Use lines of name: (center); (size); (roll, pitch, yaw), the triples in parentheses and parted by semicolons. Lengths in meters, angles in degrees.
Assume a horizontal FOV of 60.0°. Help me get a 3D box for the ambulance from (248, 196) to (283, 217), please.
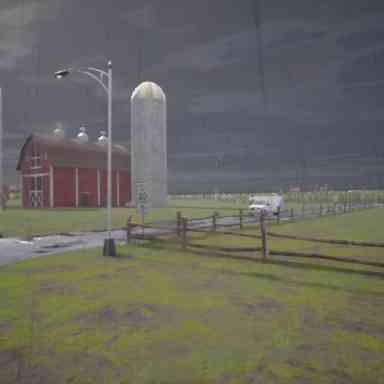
ambulance: (9.197, 1.739, 41.457); (2.351, 2.431, 6.366); (-1, -1, 35)
